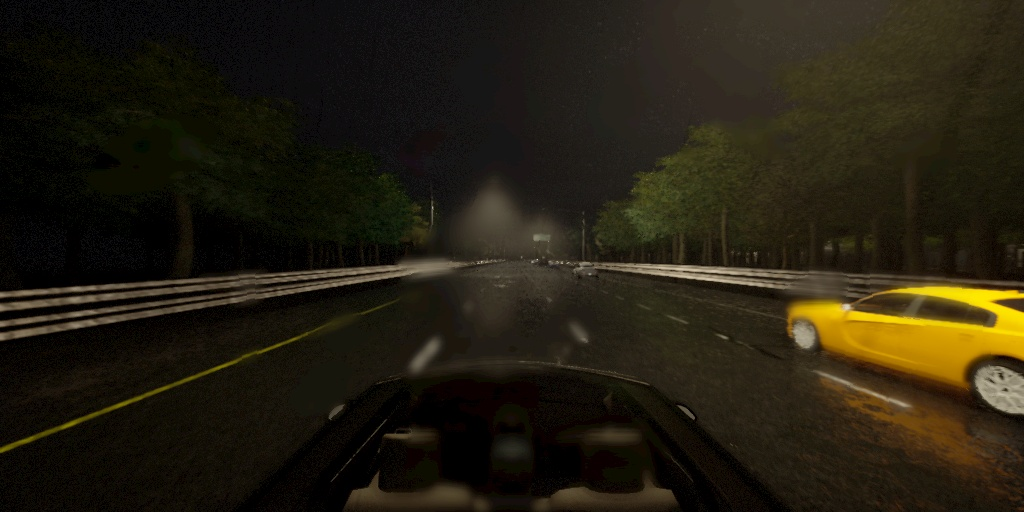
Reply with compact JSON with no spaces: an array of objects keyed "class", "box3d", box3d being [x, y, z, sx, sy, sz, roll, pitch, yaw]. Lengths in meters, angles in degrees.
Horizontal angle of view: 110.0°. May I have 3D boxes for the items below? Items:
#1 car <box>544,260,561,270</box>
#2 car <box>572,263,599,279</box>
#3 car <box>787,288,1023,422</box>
[{"class":"car","box3d":[7.194,1.728,61.841,1.895,1.301,4.718,0,0,0]},{"class":"car","box3d":[7.057,1.437,34.770,1.812,1.442,4.674,0,0,0]},{"class":"car","box3d":[7.000,1.249,5.846,1.882,1.535,5.008,0,0,0]}]
